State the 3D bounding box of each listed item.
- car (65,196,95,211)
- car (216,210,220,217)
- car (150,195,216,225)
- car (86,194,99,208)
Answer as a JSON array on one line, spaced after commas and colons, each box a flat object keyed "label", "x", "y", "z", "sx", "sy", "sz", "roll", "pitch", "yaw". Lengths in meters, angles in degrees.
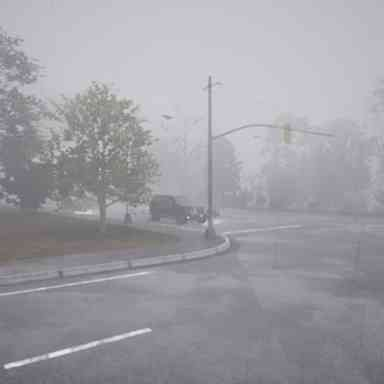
[{"label": "car", "x": -14.471, "y": 1.551, "z": 41.685, "sx": 2.128, "sy": 1.511, "sz": 4.902, "roll": 0, "pitch": 0, "yaw": -38}, {"label": "car", "x": 0.014, "y": 1.553, "z": 28.900, "sx": 2.033, "sy": 1.411, "sz": 5.357, "roll": 0, "pitch": 0, "yaw": -37}, {"label": "car", "x": -1.030, "y": 1.234, "z": 24.484, "sx": 2.150, "sy": 2.045, "sz": 5.566, "roll": 0, "pitch": 0, "yaw": -37}, {"label": "car", "x": -14.765, "y": 1.300, "z": 47.723, "sx": 2.150, "sy": 2.045, "sz": 5.566, "roll": 0, "pitch": 0, "yaw": -38}]
